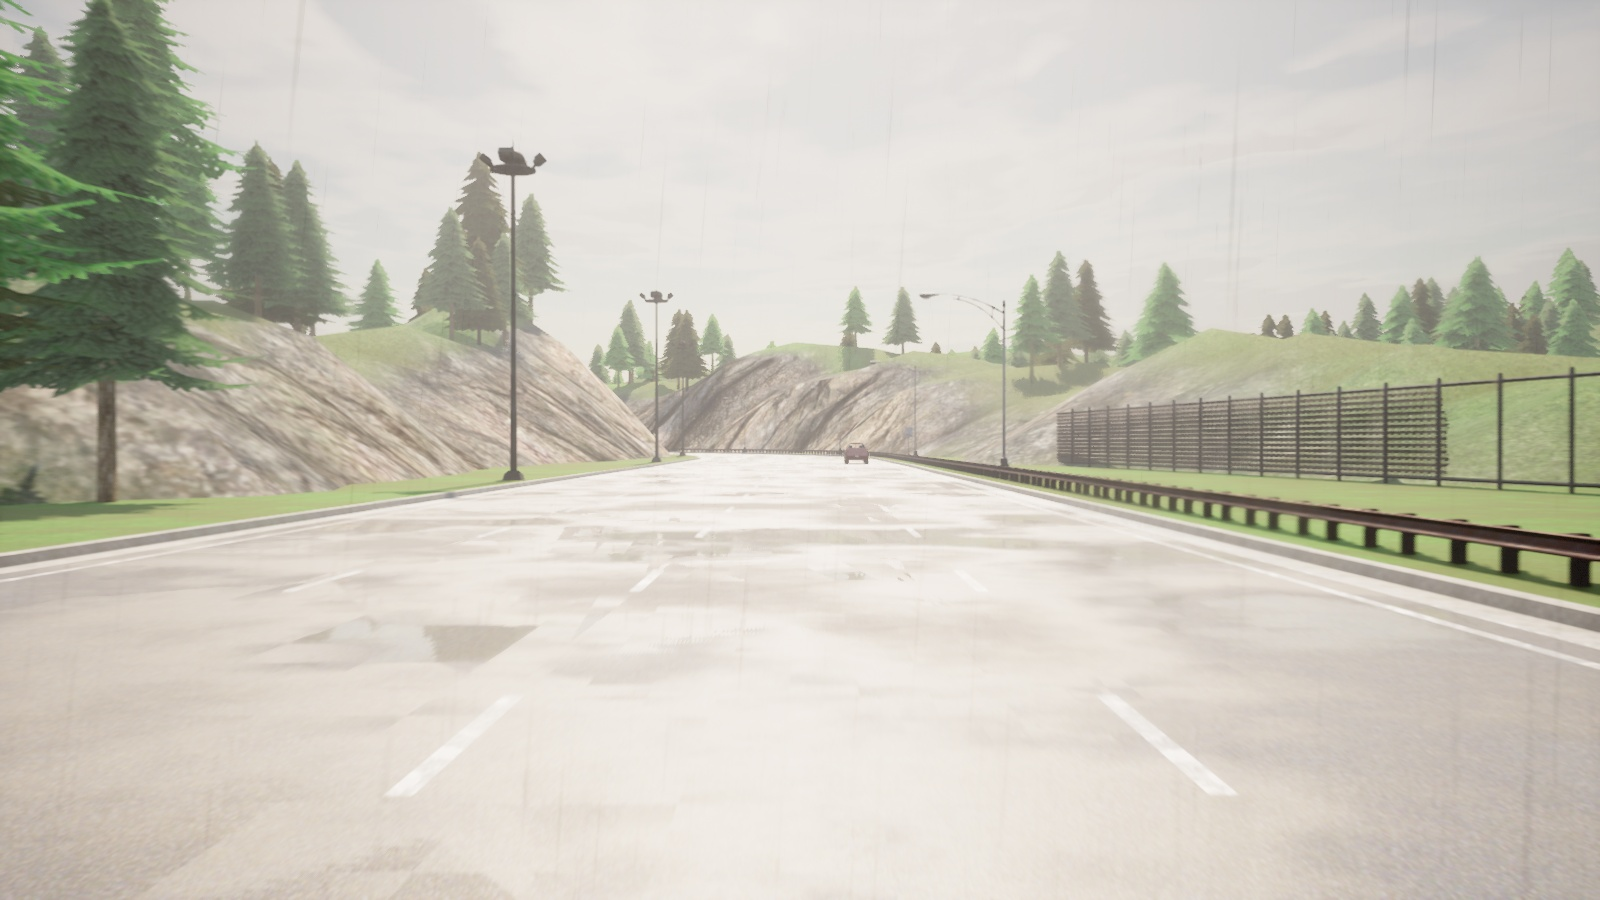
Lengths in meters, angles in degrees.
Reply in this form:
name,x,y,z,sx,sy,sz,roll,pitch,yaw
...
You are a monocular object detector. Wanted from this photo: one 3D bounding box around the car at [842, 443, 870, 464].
name,x,y,z,sx,sy,sz,roll,pitch,yaw
car,4.038,0.255,90.585,1.845,1.501,3.633,0,0,0
